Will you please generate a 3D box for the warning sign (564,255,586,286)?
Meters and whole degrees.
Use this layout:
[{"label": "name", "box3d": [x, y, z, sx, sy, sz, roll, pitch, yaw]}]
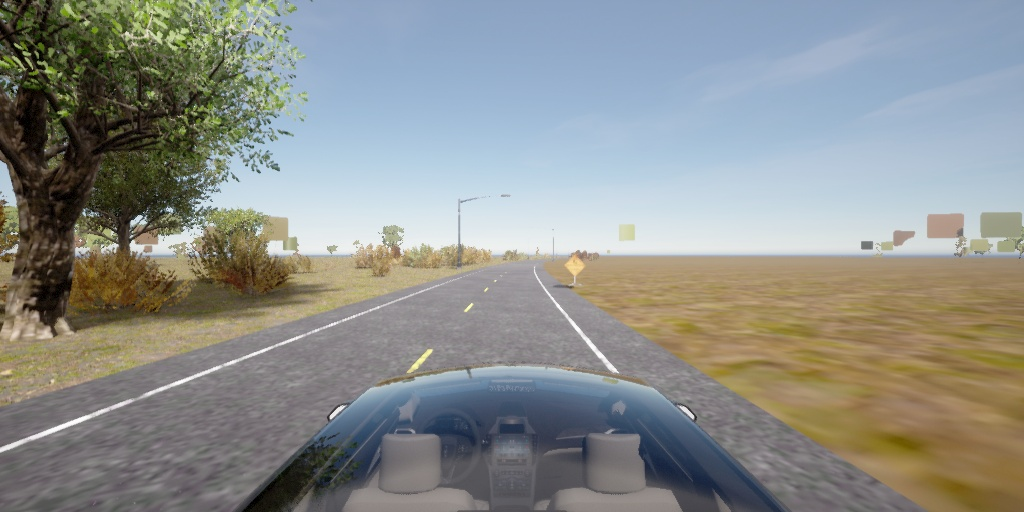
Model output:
[{"label": "warning sign", "box3d": [3.787, 0.861, 21.589, 1.300, 1.860, 1.060, 0, 0, 1]}]
